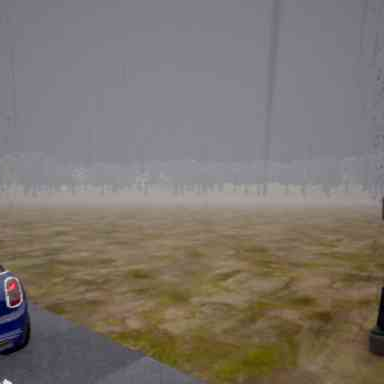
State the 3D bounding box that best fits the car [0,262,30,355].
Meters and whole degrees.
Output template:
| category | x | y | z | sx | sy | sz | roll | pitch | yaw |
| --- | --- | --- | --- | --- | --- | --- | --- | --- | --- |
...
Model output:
| category | x | y | z | sx | sy | sz | roll | pitch | yaw |
| --- | --- | --- | --- | --- | --- | --- | --- | --- | --- |
| car | -4.380 | 1.382 | 5.034 | 4.553 | 1.767 | 2.097 | -1 | 0 | 40 |
